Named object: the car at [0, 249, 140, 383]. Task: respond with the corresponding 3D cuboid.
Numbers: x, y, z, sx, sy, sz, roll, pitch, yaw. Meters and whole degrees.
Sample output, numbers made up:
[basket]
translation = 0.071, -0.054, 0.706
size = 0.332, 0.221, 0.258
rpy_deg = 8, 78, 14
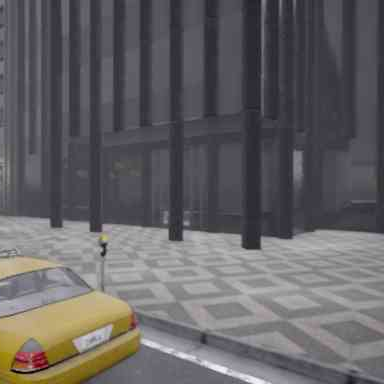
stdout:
[car]
translation = -2.897, 1.523, 4.893
size = 4.829, 1.417, 1.752
rpy_deg = 0, 0, 36
